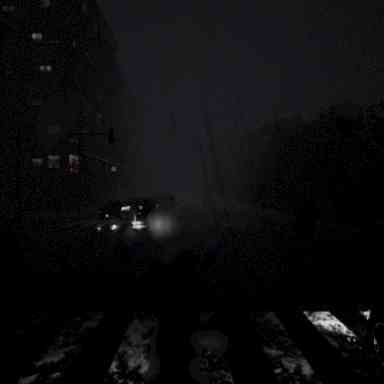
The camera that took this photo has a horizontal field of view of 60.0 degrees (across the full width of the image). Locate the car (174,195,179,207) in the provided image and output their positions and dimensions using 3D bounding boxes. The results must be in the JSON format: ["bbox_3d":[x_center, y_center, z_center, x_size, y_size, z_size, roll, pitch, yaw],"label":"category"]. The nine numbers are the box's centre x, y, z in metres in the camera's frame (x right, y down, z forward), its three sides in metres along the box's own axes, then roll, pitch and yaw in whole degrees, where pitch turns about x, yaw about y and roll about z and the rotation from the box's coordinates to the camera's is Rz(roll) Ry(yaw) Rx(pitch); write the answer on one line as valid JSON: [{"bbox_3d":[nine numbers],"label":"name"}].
[{"bbox_3d":[-3.318,1.319,47.448,1.837,1.490,4.892,0,0,0],"label":"car"}]

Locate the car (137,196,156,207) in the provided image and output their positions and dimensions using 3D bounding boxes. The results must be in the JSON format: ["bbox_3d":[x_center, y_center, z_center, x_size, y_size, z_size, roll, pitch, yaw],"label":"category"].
[{"bbox_3d":[-6.565,1.302,48.425,2.128,1.511,4.902,0,0,0],"label":"car"}]

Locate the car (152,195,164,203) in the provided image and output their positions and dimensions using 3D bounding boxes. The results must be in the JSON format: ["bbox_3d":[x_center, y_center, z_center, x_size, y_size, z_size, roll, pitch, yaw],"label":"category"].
[{"bbox_3d":[-6.477,1.323,63.578,1.994,1.385,4.181,0,0,0],"label":"car"}]

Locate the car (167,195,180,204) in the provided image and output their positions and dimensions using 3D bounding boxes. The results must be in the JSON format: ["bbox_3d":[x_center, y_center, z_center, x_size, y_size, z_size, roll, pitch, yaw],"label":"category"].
[{"bbox_3d":[-3.255,1.253,58.591,1.882,1.535,5.008,0,0,1],"label":"car"}]

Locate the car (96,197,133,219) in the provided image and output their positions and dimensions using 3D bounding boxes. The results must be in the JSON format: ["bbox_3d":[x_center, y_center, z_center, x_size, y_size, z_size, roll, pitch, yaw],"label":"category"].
[{"bbox_3d":[-6.589,1.431,28.472,2.033,1.411,5.357,0,0,0],"label":"car"}]

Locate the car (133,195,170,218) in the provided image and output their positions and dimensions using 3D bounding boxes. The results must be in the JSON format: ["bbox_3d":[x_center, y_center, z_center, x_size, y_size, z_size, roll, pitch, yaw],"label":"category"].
[{"bbox_3d":[-3.337,1.237,28.297,2.097,1.767,4.553,0,0,0],"label":"car"}]

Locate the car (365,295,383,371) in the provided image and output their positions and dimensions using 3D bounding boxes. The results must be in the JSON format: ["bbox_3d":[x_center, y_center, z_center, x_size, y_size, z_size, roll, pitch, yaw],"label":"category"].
[{"bbox_3d":[3.351,1.552,2.841,1.994,1.385,4.181,0,0,0],"label":"car"}]

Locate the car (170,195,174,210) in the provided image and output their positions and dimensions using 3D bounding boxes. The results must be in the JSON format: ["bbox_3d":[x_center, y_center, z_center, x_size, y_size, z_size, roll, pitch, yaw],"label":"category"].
[{"bbox_3d":[-3.327,1.377,37.284,1.812,1.442,4.674,0,0,0],"label":"car"}]

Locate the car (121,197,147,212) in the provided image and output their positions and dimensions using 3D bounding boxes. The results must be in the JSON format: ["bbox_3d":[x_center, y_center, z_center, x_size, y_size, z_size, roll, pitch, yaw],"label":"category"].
[{"bbox_3d":[-6.582,1.339,38.081,2.128,1.511,4.902,0,0,0],"label":"car"}]

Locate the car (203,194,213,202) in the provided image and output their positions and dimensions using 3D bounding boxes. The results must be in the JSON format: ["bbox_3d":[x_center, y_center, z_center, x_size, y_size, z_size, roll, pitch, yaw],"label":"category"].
[{"bbox_3d":[3.279,1.215,69.852,1.882,1.535,5.008,0,0,0],"label":"car"}]
